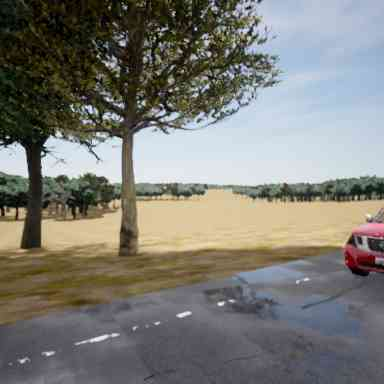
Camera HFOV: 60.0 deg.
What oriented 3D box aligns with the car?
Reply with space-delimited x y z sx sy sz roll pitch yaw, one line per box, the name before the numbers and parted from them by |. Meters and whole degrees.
car | 6.476 1.231 9.342 5.566 2.045 2.150 0 0 -39
